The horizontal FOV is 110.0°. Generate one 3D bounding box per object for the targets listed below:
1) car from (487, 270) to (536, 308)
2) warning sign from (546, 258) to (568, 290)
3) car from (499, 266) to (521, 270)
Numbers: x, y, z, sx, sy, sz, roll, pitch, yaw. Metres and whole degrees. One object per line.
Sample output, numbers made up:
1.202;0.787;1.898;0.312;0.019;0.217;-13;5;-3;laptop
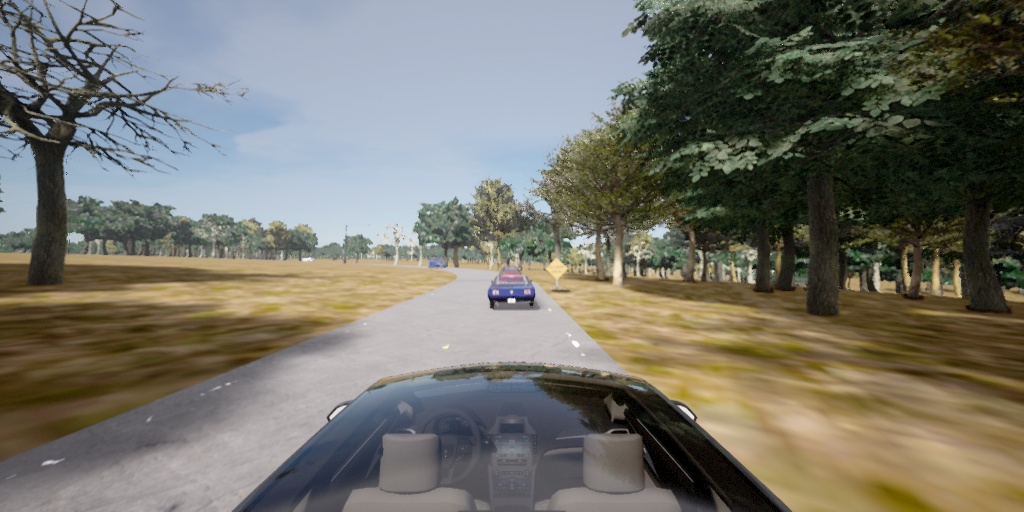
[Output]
-0.009;1.462;15.956;1.895;1.301;4.718;-1;-1;0;car
2.647;1.030;21.024;1.300;1.860;1.060;0;0;0;warning sign
-0.157;1.547;31.181;1.994;1.385;4.181;0;0;-3;car
